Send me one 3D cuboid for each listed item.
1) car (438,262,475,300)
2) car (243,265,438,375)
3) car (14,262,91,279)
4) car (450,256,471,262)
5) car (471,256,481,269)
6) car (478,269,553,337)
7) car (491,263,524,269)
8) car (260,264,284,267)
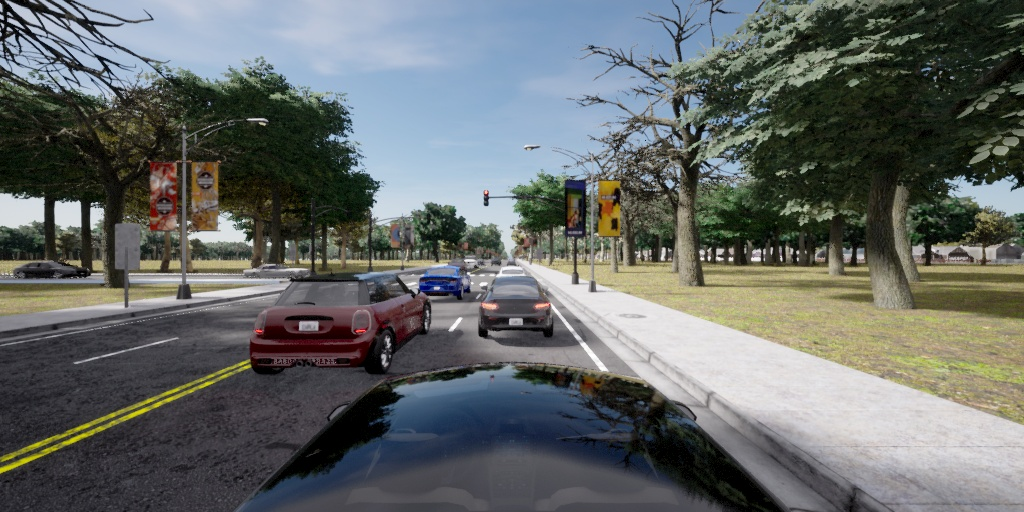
[{"bbox_3d":[-3.179,1.229,17.777,1.882,1.535,5.008,0,0,1],"label":"car"},{"bbox_3d":[-3.159,1.102,7.669,2.097,1.767,4.553,0,0,0],"label":"car"},{"bbox_3d":[-38.345,1.218,29.965,4.892,1.490,1.837,0,0,0],"label":"car"},{"bbox_3d":[-6.673,1.114,43.612,2.097,1.767,4.553,0,0,0],"label":"car"},{"bbox_3d":[-6.689,0.993,57.153,2.150,2.045,5.566,0,0,0],"label":"car"},{"bbox_3d":[0.086,1.276,10.154,1.812,1.442,4.674,0,0,0],"label":"car"},{"bbox_3d":[0.033,1.278,19.257,1.812,1.442,4.674,0,0,0],"label":"car"},{"bbox_3d":[-19.494,1.336,30.006,4.718,1.301,1.895,0,0,0],"label":"car"}]
